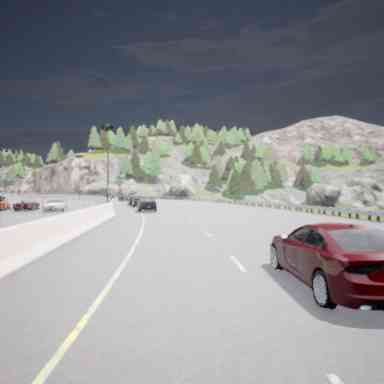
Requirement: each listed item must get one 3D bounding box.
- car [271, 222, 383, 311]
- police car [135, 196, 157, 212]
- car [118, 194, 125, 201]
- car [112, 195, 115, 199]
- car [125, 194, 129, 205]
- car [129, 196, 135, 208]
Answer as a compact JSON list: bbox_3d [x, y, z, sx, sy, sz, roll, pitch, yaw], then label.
[{"bbox_3d":[3.306,1.441,7.818,1.882,1.535,5.008,0,0,-3],"label":"car"},{"bbox_3d":[-4.917,1.300,36.355,1.930,1.638,5.238,0,0,-12],"label":"police car"},{"bbox_3d":[-14.203,1.194,70.030,2.033,1.411,5.357,0,0,-23],"label":"car"},{"bbox_3d":[-21.258,1.097,85.273,1.994,1.385,4.181,0,0,-29],"label":"car"},{"bbox_3d":[-8.942,1.331,52.108,1.837,1.490,4.892,0,0,-17],"label":"car"},{"bbox_3d":[-7.259,1.349,46.203,1.837,1.490,4.892,0,0,-15],"label":"car"}]
